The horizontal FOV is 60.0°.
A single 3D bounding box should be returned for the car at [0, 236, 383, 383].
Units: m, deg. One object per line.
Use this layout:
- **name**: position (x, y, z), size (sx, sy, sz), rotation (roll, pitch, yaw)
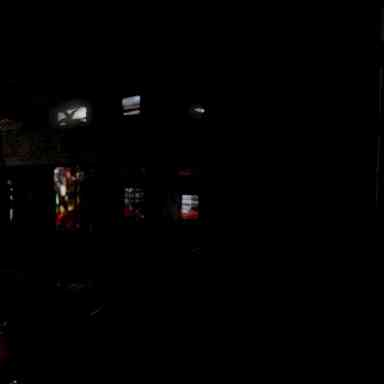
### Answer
- **car**: position (0.477, 1.303, 2.517), size (5.009, 1.841, 2.192), rotation (1, 1, 35)
